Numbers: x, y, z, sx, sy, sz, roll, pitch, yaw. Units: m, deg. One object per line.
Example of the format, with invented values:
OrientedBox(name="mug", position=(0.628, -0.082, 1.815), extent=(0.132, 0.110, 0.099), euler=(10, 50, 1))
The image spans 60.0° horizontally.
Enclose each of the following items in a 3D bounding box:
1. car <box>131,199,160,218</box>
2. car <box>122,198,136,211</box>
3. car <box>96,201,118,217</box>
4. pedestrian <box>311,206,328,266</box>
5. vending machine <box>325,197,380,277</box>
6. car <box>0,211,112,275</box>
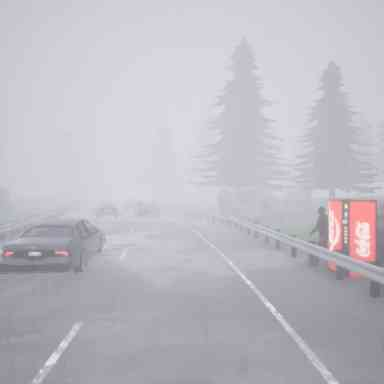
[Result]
OrientedBox(name="car", position=(-4.216, 1.598, 30.743), extent=(1.895, 1.301, 4.718), euler=(0, 0, -15))
OrientedBox(name="car", position=(-7.465, 1.522, 41.564), extent=(1.812, 1.442, 4.674), euler=(0, 0, -18))
OrientedBox(name="car", position=(-7.941, 1.523, 30.995), extent=(1.812, 1.442, 4.674), euler=(0, 0, -16))
OrientedBox(name="pedestrian", position=(3.907, 1.293, 9.949), extent=(0.375, 1.860, 0.375), euler=(0, 0, -5))
OrientedBox(name="vending machine", position=(4.428, 1.194, 9.251), extent=(1.100, 2.100, 0.880), euler=(0, 0, -5))
OrientedBox(name="car", position=(-4.046, 1.546, 10.525), extent=(2.033, 1.411, 5.357), euler=(0, 0, -6))
